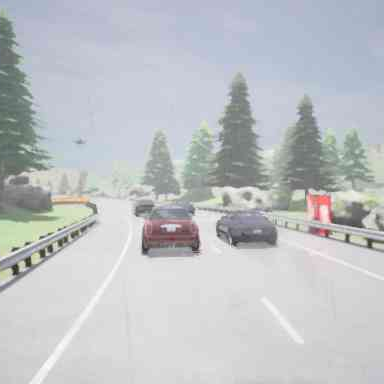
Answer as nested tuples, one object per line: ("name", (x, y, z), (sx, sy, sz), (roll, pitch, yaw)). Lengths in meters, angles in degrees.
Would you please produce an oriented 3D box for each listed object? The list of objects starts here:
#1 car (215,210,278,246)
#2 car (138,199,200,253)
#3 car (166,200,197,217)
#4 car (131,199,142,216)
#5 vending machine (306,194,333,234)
("car", (2.347, 1.528, 15.239), (1.994, 1.385, 4.181), (0, 0, -8))
("car", (-0.984, 1.328, 13.767), (2.097, 1.767, 4.553), (0, 0, -7))
("car", (-1.079, 1.505, 31.864), (1.994, 1.385, 4.181), (0, 0, -15))
("car", (-4.593, 1.456, 31.522), (1.837, 1.490, 4.892), (0, 0, -15))
("vending machine", (6.894, 1.143, 18.048), (1.100, 2.100, 0.880), (0, 0, -9))
